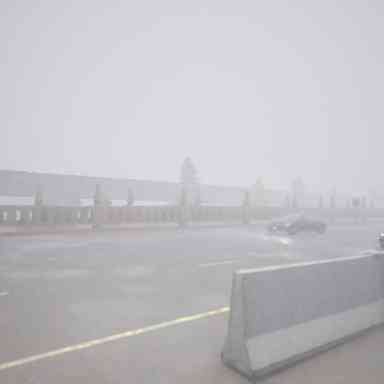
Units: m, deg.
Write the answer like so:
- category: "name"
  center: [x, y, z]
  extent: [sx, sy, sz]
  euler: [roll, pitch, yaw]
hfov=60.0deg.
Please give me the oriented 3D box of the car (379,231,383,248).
- category: "car"
  center: [10.955, 2.027, 16.107]
  extent: [4.674, 1.442, 1.812]
  euler: [3, -2, -35]

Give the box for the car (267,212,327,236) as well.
- category: "car"
  center: [7.008, 2.032, 21.889]
  extent: [4.674, 1.442, 1.812]
  euler: [3, -2, -35]
